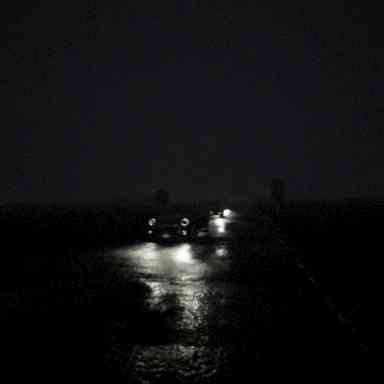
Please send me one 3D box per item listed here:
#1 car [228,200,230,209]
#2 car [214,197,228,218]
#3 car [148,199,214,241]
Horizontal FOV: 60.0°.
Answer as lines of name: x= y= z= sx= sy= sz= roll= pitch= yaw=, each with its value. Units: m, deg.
car: x=3.922 y=1.429 z=43.141 sx=2.128 sy=1.511 sz=4.902 roll=-1 pitch=0 yaw=9
car: x=1.963 y=1.465 z=30.051 sx=1.837 sy=1.490 sz=4.892 roll=-1 pitch=0 yaw=9
car: x=-0.554 y=1.349 z=16.889 sx=2.097 sy=1.767 sz=4.553 roll=-1 pitch=0 yaw=16
